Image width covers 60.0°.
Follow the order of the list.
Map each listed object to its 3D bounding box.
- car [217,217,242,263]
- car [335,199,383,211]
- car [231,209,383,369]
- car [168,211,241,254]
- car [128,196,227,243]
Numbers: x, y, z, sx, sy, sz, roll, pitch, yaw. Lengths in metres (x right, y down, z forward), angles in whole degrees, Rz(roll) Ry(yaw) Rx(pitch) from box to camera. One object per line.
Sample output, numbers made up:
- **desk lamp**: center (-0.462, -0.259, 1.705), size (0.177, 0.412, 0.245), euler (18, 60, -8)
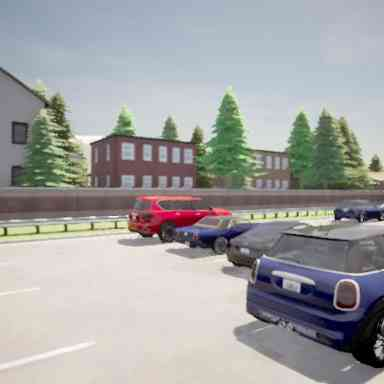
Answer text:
- **car**: center (3.082, 1.578, 10.245), size (4.181, 1.385, 1.994), euler (0, 0, -36)
- **car**: center (13.180, 1.396, 26.047), size (4.553, 1.767, 2.097), euler (0, 0, -36)
- **car**: center (3.156, 1.362, 5.998), size (4.553, 1.767, 2.097), euler (0, 0, -35)
- **car**: center (1.640, 1.616, 13.514), size (4.718, 1.301, 1.895), euler (0, 0, -36)
- **car**: center (-0.387, 1.237, 16.368), size (5.566, 2.045, 2.150), euler (0, 0, -36)
